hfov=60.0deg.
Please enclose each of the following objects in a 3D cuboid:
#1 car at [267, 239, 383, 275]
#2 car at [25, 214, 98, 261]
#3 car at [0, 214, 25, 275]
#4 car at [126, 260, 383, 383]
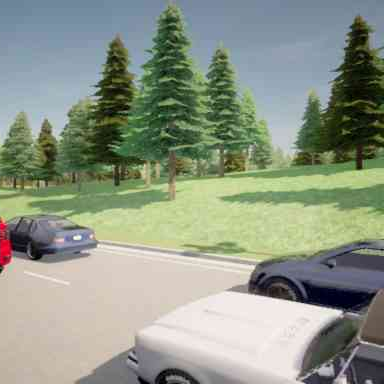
[{"bbox_3d":[3.168,1.564,6.032,4.181,1.385,1.994,0,0,35],"label":"car"},{"bbox_3d":[-5.802,1.546,12.353,5.357,1.411,2.033,0,0,35],"label":"car"},{"bbox_3d":[-7.064,1.220,8.949,5.566,2.045,2.150,0,0,36],"label":"car"},{"bbox_3d":[1.675,1.600,2.801,4.718,1.301,1.895,0,0,35],"label":"car"}]
